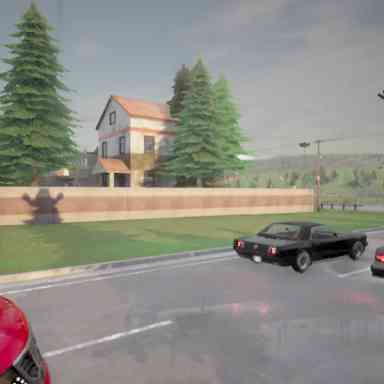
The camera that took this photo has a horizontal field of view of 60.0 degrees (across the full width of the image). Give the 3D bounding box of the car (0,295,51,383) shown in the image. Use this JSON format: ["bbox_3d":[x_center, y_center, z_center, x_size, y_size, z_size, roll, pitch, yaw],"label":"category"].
[{"bbox_3d":[-3.542,1.224,1.296,5.566,2.045,2.150,0,0,-35],"label":"car"}]

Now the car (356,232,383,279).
[{"bbox_3d":[6.651,1.542,8.497,5.357,1.411,2.033,0,0,-36],"label":"car"}]

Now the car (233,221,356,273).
[{"bbox_3d":[3.652,1.596,10.667,4.718,1.301,1.895,0,0,-36],"label":"car"}]
